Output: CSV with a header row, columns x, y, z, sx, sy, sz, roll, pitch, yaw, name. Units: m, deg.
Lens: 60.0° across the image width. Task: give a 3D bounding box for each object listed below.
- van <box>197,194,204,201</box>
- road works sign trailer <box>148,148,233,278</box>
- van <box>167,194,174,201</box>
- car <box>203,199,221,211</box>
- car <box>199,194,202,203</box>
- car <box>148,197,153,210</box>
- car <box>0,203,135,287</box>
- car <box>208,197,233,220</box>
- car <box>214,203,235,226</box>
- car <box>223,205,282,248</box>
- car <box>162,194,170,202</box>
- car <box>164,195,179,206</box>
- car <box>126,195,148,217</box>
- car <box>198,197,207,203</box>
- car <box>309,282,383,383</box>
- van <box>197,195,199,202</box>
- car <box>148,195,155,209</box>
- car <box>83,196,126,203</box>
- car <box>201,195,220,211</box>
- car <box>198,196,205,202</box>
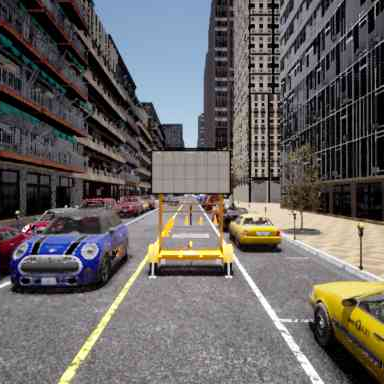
x,y,z,sx,sy,sz,roll,pitch,yaw,name
2.328,1.547,88.202,1.690,1.788,3.998,0,0,0,van
-0.034,0.468,10.102,2.380,3.560,2.880,0,0,0,road works sign trailer
-6.075,1.574,93.832,1.690,1.788,3.998,0,0,0,van
2.518,1.599,42.897,2.008,1.369,4.403,0,0,0,car
2.495,1.377,48.559,2.192,1.841,5.009,0,0,0,car
-5.838,1.562,37.029,1.752,1.417,4.829,0,0,0,car
-3.140,1.355,9.500,2.097,1.767,4.553,0,0,0,car
2.589,1.460,25.907,1.967,1.590,4.097,0,0,0,car
2.612,1.579,20.244,1.947,1.339,4.313,0,0,0,car
2.635,1.533,14.750,1.752,1.417,4.829,0,0,0,car
-5.981,1.704,71.177,1.947,1.339,4.313,0,0,0,car
-3.238,1.653,57.601,1.994,1.385,4.181,0,0,0,car
-5.813,1.342,31.535,2.192,1.841,5.009,0,0,0,car
2.375,1.742,76.876,1.802,1.307,4.206,0,0,0,car
2.683,1.526,3.425,1.752,1.417,4.829,0,0,0,car
2.400,1.479,71.213,1.690,1.788,3.998,0,0,0,van
-5.861,1.364,42.863,2.192,1.841,5.009,0,0,0,car
-5.766,1.329,20.209,2.192,1.841,5.009,0,0,0,car
2.542,1.352,37.234,2.192,1.841,5.009,0,0,0,car
2.352,1.764,82.538,1.802,1.307,4.206,0,0,0,car
